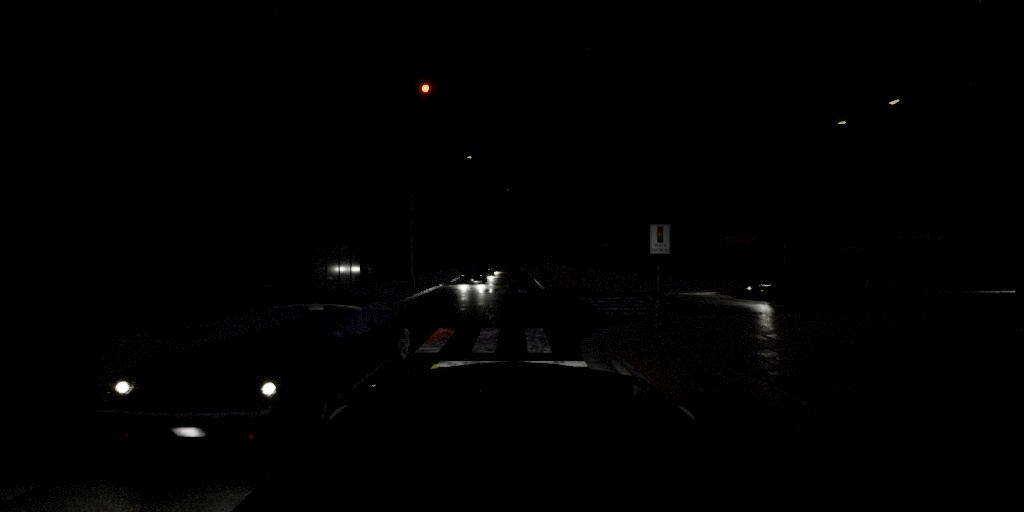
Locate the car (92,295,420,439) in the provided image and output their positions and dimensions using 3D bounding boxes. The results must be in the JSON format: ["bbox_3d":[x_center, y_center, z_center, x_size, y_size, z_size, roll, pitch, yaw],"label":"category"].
[{"bbox_3d":[-2.987,1.350,5.582,1.895,1.301,4.718,0,0,2],"label":"car"}]

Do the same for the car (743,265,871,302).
[{"bbox_3d":[12.970,1.172,15.933,4.892,1.490,1.837,0,0,0],"label":"car"}]

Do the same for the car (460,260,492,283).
[{"bbox_3d":[-2.883,1.300,28.043,2.033,1.411,5.357,0,0,-1],"label":"car"}]

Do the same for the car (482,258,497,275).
[{"bbox_3d":[-2.875,1.265,38.451,1.837,1.490,4.892,0,0,0],"label":"car"}]

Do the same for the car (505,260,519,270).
[{"bbox_3d":[0.065,1.320,51.269,2.033,1.411,5.357,0,0,0],"label":"car"}]

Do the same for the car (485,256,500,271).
[{"bbox_3d":[-2.873,0.992,48.973,2.150,2.045,5.566,0,0,0],"label":"car"}]
